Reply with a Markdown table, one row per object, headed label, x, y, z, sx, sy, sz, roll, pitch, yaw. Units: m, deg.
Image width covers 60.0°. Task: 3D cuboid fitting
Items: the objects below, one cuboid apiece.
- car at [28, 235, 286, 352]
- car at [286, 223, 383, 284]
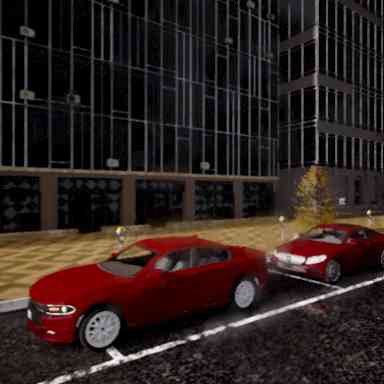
| label | x | y | z | sx | sy | sz | roll | pitch | yaw |
| --- | --- | --- | --- | --- | --- | --- | --- | --- | --- |
| car | -0.541 | 1.540 | 6.170 | 4.507 | 1.381 | 1.887 | 0 | 0 | -35 |
| car | 4.094 | 1.569 | 9.476 | 4.206 | 1.307 | 1.802 | 0 | 0 | -35 |
